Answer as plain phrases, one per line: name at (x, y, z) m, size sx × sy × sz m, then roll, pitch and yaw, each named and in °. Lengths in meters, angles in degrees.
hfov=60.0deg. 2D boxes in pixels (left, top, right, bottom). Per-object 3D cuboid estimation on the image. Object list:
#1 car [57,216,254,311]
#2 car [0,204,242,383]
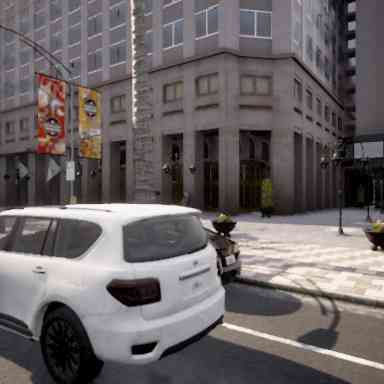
car at (-1.076, 1.517, 8.554) m, size 4.786 × 1.482 × 2.161 m, roll 0°, pitch 0°, yaw 35°
car at (-2.144, 1.221, 5.531) m, size 5.566 × 2.045 × 2.150 m, roll -1°, pitch 0°, yaw 35°
